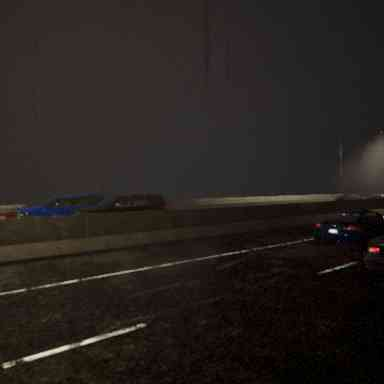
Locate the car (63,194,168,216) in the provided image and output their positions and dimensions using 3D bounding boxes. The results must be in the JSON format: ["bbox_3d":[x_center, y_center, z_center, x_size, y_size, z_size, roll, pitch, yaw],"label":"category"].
[{"bbox_3d":[-3.936,1.152,18.776,5.566,2.045,2.150,-1,0,-37],"label":"car"}]

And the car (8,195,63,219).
[{"bbox_3d":[-7.723,1.189,20.255,5.566,2.045,2.150,-1,0,-38],"label":"car"}]

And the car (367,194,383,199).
[{"bbox_3d":[26.542,0.928,46.778,5.357,1.411,2.033,-1,0,-37],"label":"car"}]

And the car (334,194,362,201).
[{"bbox_3d":[22.775,0.964,48.294,5.357,1.411,2.033,-1,0,-37],"label":"car"}]

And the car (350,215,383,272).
[{"bbox_3d":[6.718,1.411,9.055,5.357,1.411,2.033,-1,0,-38],"label":"car"}]

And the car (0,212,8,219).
[{"bbox_3d":[-10.646,1.515,22.417,4.674,1.442,1.812,-1,0,-38],"label":"car"}]

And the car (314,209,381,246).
[{"bbox_3d":[6.820,1.397,13.562,4.181,1.385,1.994,-1,0,-38],"label":"car"}]
